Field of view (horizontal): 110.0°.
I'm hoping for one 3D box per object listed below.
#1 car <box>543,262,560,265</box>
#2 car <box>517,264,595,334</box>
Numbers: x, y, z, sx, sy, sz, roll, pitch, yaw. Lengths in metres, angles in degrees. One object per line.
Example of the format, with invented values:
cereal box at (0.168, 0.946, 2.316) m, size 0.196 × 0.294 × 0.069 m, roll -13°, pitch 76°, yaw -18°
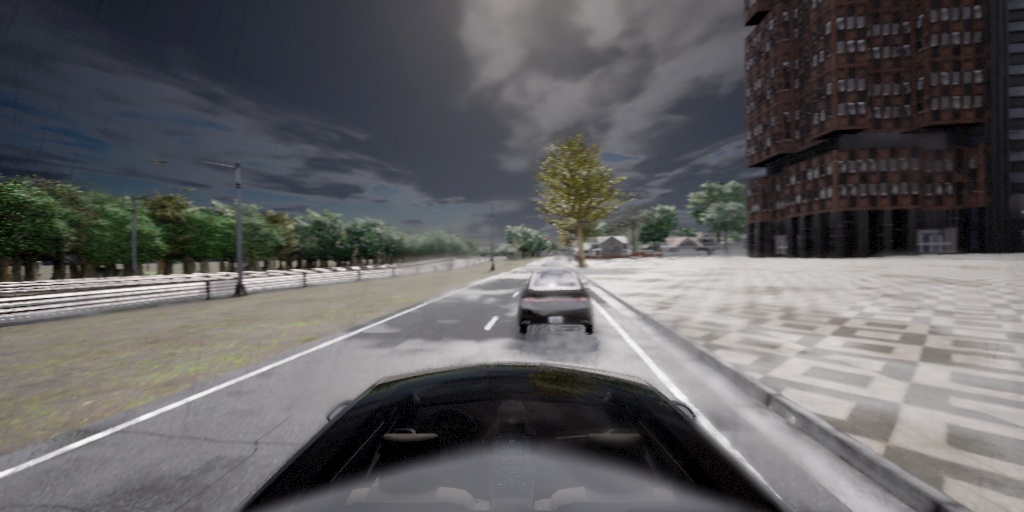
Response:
car at (3.564, 1.224, 32.336) m, size 1.895 × 1.301 × 4.718 m, roll -1°, pitch 0°, yaw 6°
car at (1.224, 1.181, 10.328) m, size 2.128 × 1.511 × 4.902 m, roll -1°, pitch 0°, yaw 6°
